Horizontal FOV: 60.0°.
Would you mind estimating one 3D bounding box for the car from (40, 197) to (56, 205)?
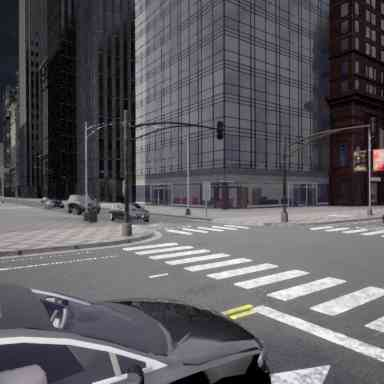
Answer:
[{"bbox_3d":[-27.602,1.652,63.486,1.837,1.490,4.892,0,0,-35],"label":"car"}]

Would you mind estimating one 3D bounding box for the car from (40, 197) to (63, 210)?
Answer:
[{"bbox_3d":[-19.135,1.672,46.052,1.994,1.385,4.181,0,0,-35],"label":"car"}]

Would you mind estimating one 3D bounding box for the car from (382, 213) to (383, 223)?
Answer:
[{"bbox_3d":[14.768,1.357,22.364,4.553,1.767,2.097,0,0,-36],"label":"car"}]

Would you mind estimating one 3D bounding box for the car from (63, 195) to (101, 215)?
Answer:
[{"bbox_3d":[-11.569,1.299,35.332,2.150,2.045,5.566,0,0,-35],"label":"car"}]

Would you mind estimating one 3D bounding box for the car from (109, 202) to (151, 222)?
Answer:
[{"bbox_3d":[-4.977,1.555,26.035,1.837,1.490,4.892,0,0,-35],"label":"car"}]

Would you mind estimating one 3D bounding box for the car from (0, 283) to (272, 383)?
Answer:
[{"bbox_3d":[-1.485,1.491,2.379,4.902,1.511,2.128,0,0,-36],"label":"car"}]
